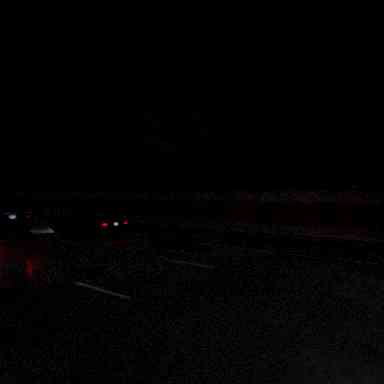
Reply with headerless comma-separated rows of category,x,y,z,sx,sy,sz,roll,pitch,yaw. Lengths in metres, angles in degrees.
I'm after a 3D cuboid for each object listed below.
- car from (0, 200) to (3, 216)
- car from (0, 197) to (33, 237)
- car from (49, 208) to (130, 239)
car,-20.756,1.540,33.784,1.882,1.535,5.008,0,0,-39
car,-10.240,1.253,17.161,5.566,2.045,2.150,0,0,43
car,-5.488,1.577,17.539,5.357,1.411,2.033,0,0,42
